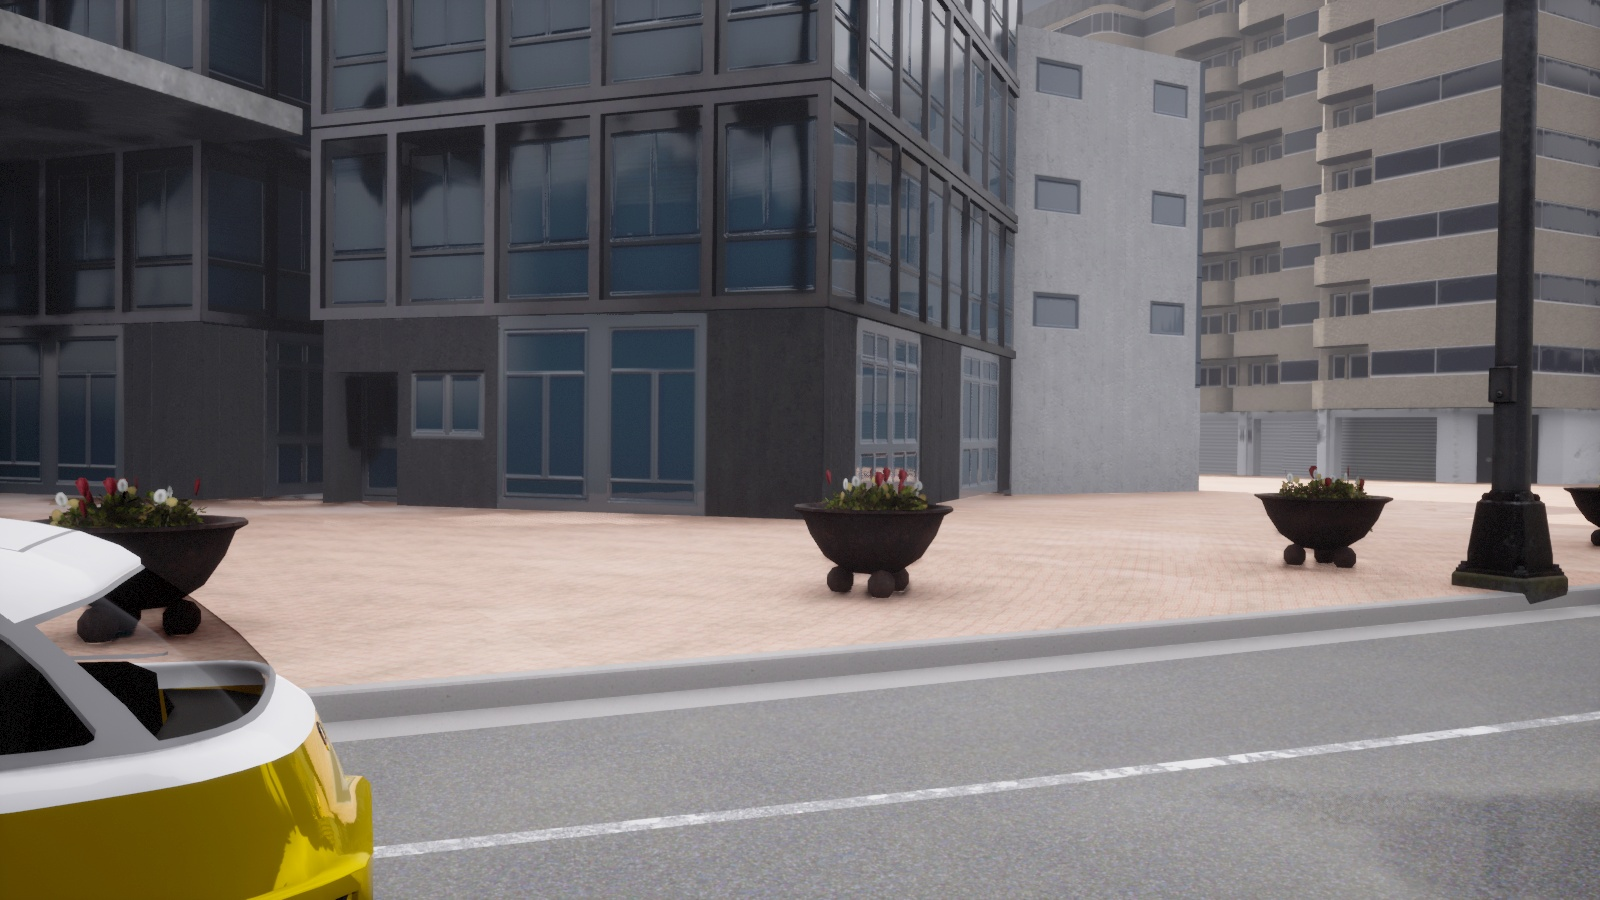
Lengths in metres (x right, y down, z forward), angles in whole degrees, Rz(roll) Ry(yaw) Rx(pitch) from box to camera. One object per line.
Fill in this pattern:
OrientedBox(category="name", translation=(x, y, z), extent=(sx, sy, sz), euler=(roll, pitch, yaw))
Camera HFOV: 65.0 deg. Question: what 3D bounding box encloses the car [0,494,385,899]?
OrientedBox(category="car", translation=(-2.009, 0.834, 2.517), extent=(2.207, 1.376, 1.481), euler=(-1, 1, -19))
